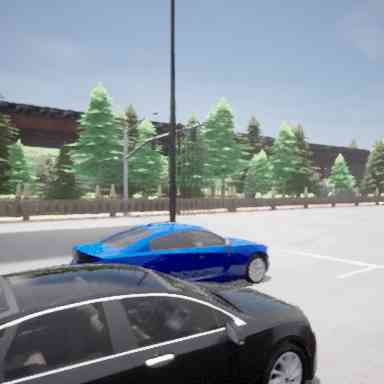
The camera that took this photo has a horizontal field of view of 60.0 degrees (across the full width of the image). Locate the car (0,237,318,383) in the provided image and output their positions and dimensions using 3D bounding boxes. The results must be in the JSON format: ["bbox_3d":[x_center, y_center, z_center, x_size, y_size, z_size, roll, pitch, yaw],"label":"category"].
[{"bbox_3d":[-0.772,1.502,3.249,4.892,1.490,1.837,0,0,-35],"label":"car"}]

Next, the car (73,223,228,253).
[{"bbox_3d":[-0.259,1.473,7.889,5.008,1.535,1.882,0,0,-35],"label":"car"}]
